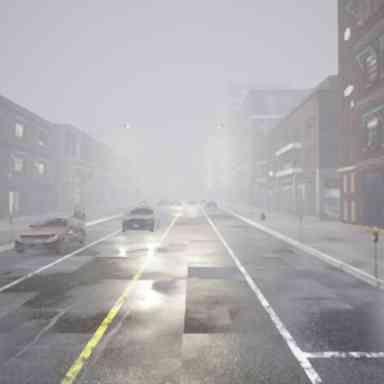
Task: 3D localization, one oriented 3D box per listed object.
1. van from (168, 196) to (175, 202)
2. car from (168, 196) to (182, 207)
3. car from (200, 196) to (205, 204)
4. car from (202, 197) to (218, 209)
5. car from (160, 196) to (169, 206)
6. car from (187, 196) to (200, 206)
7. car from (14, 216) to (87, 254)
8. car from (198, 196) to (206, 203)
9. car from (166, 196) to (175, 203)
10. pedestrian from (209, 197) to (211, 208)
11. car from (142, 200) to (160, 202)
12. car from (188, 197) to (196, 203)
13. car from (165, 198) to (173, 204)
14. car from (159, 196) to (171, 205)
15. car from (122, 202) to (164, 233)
[{"bbox_3d":[-5.617,1.981,93.524,1.690,1.788,3.998,1,0,0],"label":"van"},{"bbox_3d":[-3.004,1.945,62.182,1.812,1.442,4.674,0,0,1],"label":"car"},{"bbox_3d":[2.725,2.065,76.521,1.887,1.381,4.507,1,0,0],"label":"car"},{"bbox_3d":[3.014,1.880,52.406,1.812,1.442,4.674,0,0,0],"label":"car"},{"bbox_3d":[-5.659,2.007,65.090,1.947,1.339,4.313,1,0,0],"label":"car"},{"bbox_3d":[0.018,1.994,66.986,1.994,1.385,4.181,0,0,0],"label":"car"},{"bbox_3d":[-5.674,1.676,13.911,1.802,1.307,4.206,1,0,0],"label":"car"},{"bbox_3d":[2.733,1.955,93.582,2.192,1.841,5.009,1,0,0],"label":"car"},{"bbox_3d":[-5.635,1.915,87.838,2.192,1.841,5.009,1,0,0],"label":"car"},{"bbox_3d":[3.015,1.667,55.261,0.375,1.860,0.375,1,-1,0],"label":"pedestrian"},{"bbox_3d":[-5.663,1.725,42.344,1.967,1.590,4.097,1,0,0],"label":"car"},{"bbox_3d":[0.024,1.960,86.907,1.882,1.535,5.008,0,0,0],"label":"car"},{"bbox_3d":[-5.662,2.142,82.150,1.802,1.307,4.206,1,0,0],"label":"car"},{"bbox_3d":[-5.653,1.796,70.778,2.192,1.841,5.009,1,0,0],"label":"car"},{"bbox_3d":[-3.092,1.618,20.866,1.882,1.535,5.008,0,0,0],"label":"car"}]
